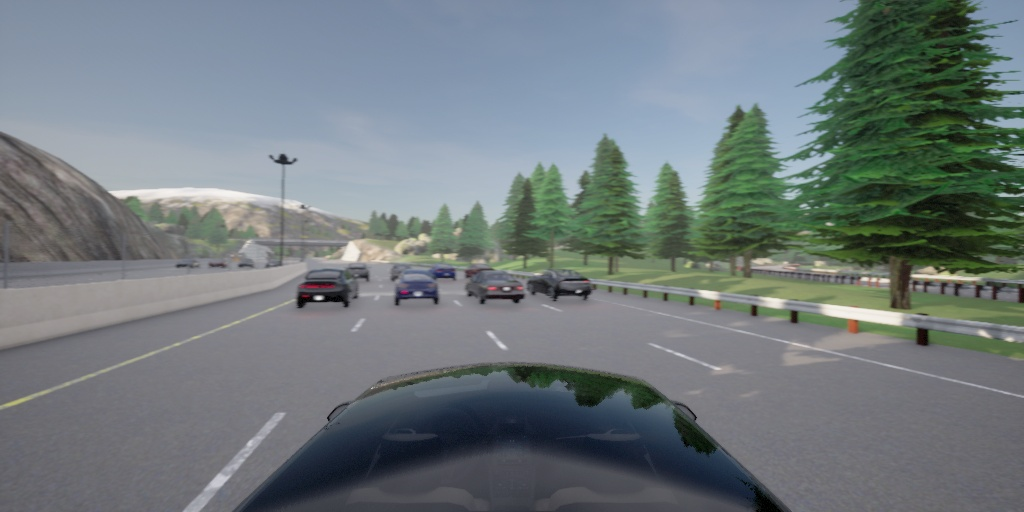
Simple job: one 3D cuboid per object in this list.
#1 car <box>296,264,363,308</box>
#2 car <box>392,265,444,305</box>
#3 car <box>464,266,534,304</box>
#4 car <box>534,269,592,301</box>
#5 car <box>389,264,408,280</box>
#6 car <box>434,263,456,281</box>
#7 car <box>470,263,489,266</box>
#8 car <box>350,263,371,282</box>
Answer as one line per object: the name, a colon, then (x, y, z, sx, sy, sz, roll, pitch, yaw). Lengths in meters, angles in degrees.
car: (-7.744, 1.273, 15.374, 1.837, 1.490, 4.892, 1, 0, -17)
car: (-4.429, 1.340, 16.492, 1.812, 1.442, 4.674, 1, 0, -17)
car: (-0.962, 1.408, 17.143, 2.033, 1.411, 5.357, 1, 0, -17)
car: (2.286, 1.402, 18.475, 2.128, 1.511, 4.902, 1, 0, -17)
car: (-9.482, 1.415, 30.889, 2.033, 1.411, 5.357, 1, 0, -21)
car: (-6.412, 1.396, 32.632, 1.882, 1.535, 5.008, 1, 0, -22)
car: (-3.152, 1.444, 33.906, 1.882, 1.535, 5.008, 1, 0, -22)
car: (-12.853, 1.312, 29.893, 2.128, 1.511, 4.902, 1, 0, -22)
